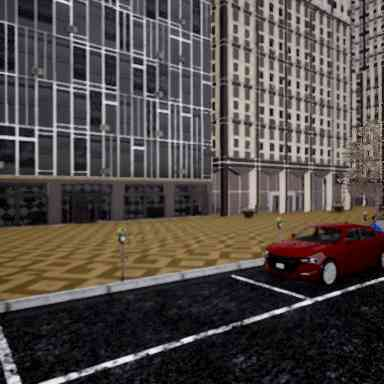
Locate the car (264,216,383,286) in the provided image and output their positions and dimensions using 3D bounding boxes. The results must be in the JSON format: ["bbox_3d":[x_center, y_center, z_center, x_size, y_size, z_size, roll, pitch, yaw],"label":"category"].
[{"bbox_3d":[3.974,1.552,9.403,4.507,1.381,1.887,0,0,-36],"label":"car"}]

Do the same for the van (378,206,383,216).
[{"bbox_3d":[8.473,1.353,12.614,3.998,1.788,1.690,0,0,-36],"label":"van"}]
